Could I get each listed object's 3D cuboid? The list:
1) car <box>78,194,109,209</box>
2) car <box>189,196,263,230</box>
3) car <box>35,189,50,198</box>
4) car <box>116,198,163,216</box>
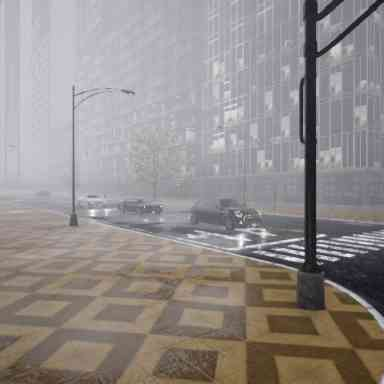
[{"bbox_3d":[-10.533,0.910,34.941,1.812,1.442,4.674,0,1,-38],"label":"car"},{"bbox_3d":[1.872,1.104,19.190,2.097,1.767,4.553,0,1,-38],"label":"car"},{"bbox_3d":[-28.630,0.236,63.570,1.882,1.535,5.008,0,1,-38],"label":"car"},{"bbox_3d":[-4.287,1.170,26.993,1.895,1.301,4.718,0,1,-38],"label":"car"}]
